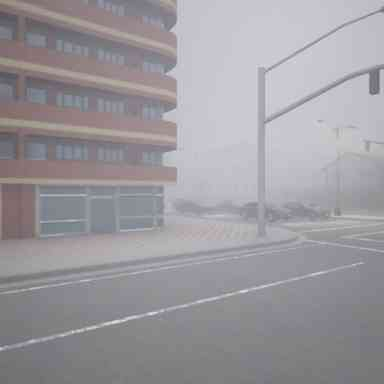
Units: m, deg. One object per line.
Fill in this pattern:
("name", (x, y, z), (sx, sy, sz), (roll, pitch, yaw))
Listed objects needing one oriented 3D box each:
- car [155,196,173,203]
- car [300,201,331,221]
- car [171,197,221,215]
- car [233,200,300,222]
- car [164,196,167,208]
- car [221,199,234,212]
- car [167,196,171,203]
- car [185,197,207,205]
("car", (-5.988, 1.562, 70.631), (1.994, 1.385, 4.181), (0, 0, -35))
("car", (9.264, 1.526, 27.901), (1.812, 1.442, 4.674), (0, 0, -34))
("car", (0.306, 1.545, 34.726), (2.033, 1.411, 5.357), (0, 0, -34))
("car", (5.828, 1.505, 26.696), (1.837, 1.490, 4.892), (0, 0, -34))
("car", (-5.407, 1.547, 43.025), (2.033, 1.411, 5.357), (0, 0, -34))
("car", (4.329, 1.526, 35.072), (1.812, 1.442, 4.674), (0, 0, -34))
("car", (-0.854, 1.505, 42.582), (1.837, 1.490, 4.892), (0, 0, -35))
("car", (0.651, 1.564, 61.021), (1.994, 1.385, 4.181), (0, 0, -35))
